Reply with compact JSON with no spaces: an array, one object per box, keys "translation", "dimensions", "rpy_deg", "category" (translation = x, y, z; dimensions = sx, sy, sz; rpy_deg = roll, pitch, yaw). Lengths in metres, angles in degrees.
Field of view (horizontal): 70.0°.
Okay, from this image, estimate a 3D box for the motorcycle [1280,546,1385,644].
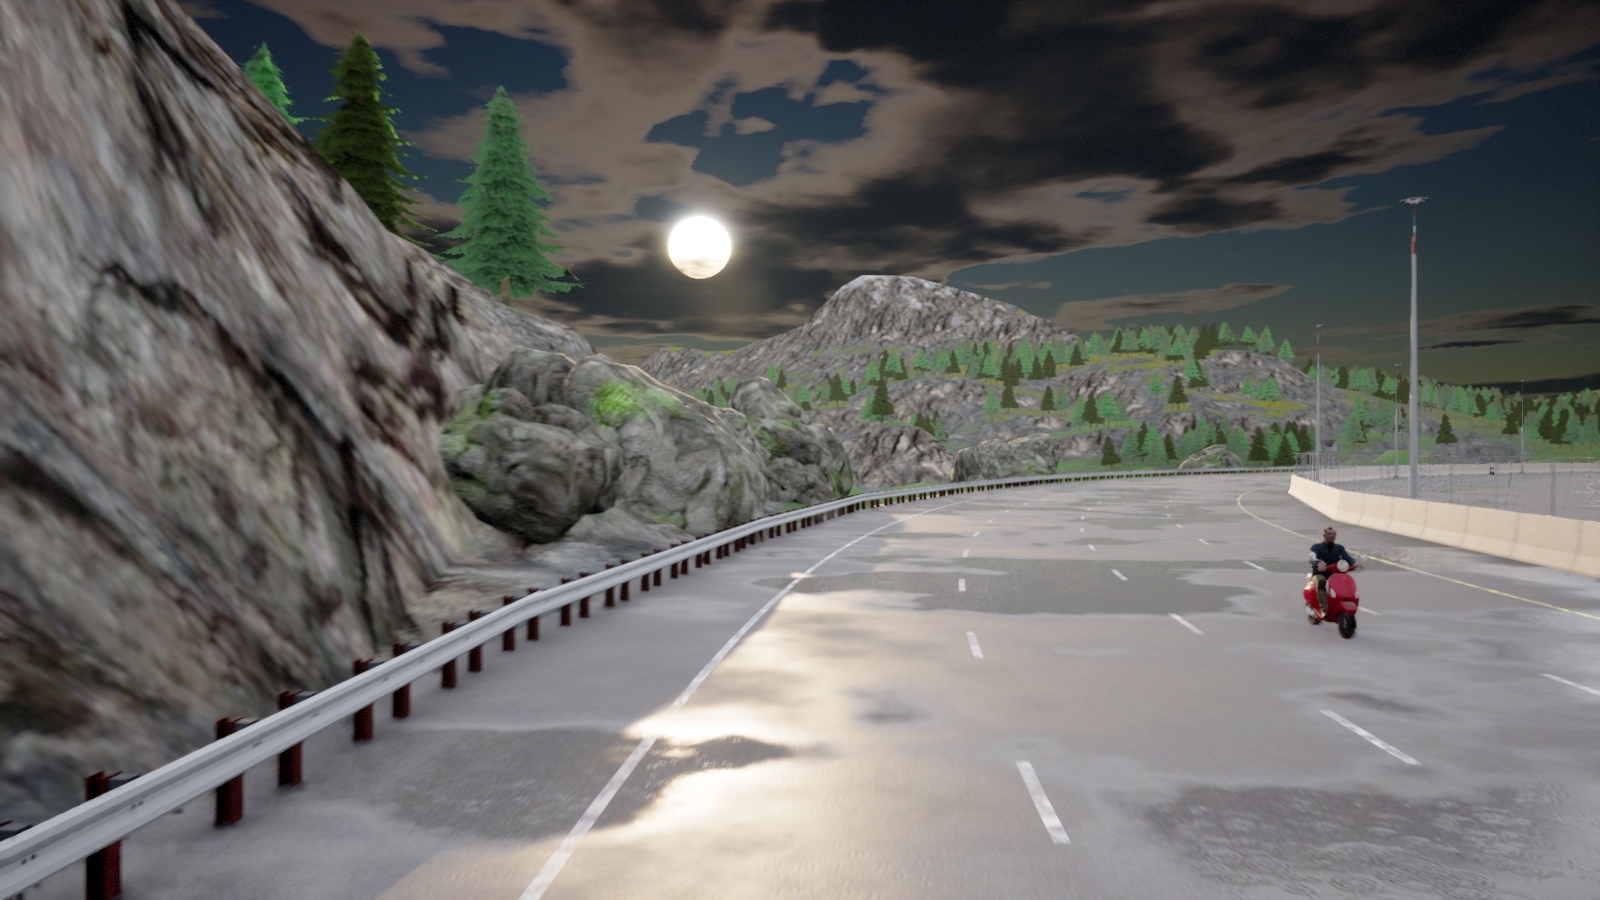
[{"translation":[8.160,2.193,17.606],"dimensions":[0.856,1.236,1.805],"rpy_deg":[2,0,5],"category":"motorcycle"}]
